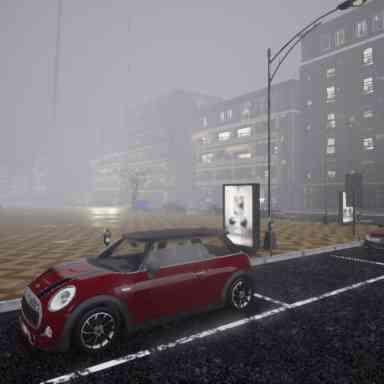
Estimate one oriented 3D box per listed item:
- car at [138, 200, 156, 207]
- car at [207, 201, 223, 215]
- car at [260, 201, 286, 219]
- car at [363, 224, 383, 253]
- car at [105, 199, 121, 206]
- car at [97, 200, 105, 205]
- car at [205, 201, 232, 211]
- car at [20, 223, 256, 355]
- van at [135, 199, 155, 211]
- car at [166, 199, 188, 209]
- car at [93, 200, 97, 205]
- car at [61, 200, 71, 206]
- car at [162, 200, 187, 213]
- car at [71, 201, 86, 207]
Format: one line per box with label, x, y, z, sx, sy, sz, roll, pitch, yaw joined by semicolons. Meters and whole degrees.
car;-9.264;2.424;68.768;1.802;1.307;4.206;-2;0;-36
car;3.712;1.969;36.821;2.008;1.369;4.403;-2;0;-36
car;7.016;1.887;32.338;2.008;1.369;4.403;-2;0;-36
car;8.130;1.581;12.501;4.206;1.307;1.802;0;0;-36
car;-19.181;2.528;82.217;1.967;1.590;4.097;-2;0;-36
car;-22.482;2.736;86.700;1.947;1.339;4.313;-2;0;-36
car;4.016;2.097;50.884;1.802;1.307;4.206;-2;0;-36
car;-0.818;1.440;6.006;4.097;1.590;1.967;0;0;-36
van;-7.419;2.035;52.087;1.690;1.788;3.998;-2;0;-36
car;-2.655;2.119;59.805;1.967;1.590;4.097;-2;0;-36
car;-25.787;2.798;91.183;1.887;1.381;4.507;-2;0;-36
car;-32.532;2.862;86.211;1.887;1.381;4.507;-2;0;-36
car;-2.440;2.115;45.244;1.887;1.381;4.507;-2;0;-36
car;-25.924;2.703;77.246;2.008;1.369;4.403;-2;0;-36
